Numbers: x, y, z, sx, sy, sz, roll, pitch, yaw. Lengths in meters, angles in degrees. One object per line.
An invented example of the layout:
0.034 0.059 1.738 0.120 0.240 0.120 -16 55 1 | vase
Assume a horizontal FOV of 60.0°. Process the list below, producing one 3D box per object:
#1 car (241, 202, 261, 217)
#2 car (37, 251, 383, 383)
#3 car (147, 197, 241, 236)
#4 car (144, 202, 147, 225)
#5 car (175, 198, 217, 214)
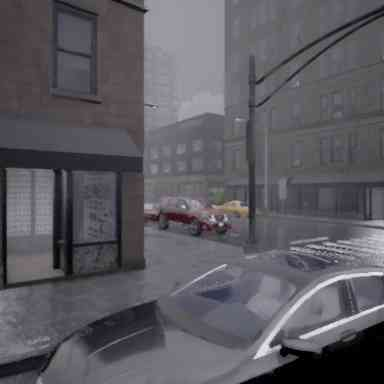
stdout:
3.470 1.338 27.482 1.752 1.417 4.829 1 0 -36 | car
0.948 1.508 3.688 4.902 1.511 2.128 0 0 -32 | car
-0.087 1.202 17.900 2.192 1.841 5.009 1 0 -36 | car
-3.322 1.351 22.329 1.887 1.381 4.507 1 0 -36 | car
0.340 1.319 31.774 1.802 1.307 4.206 1 0 -36 | car
